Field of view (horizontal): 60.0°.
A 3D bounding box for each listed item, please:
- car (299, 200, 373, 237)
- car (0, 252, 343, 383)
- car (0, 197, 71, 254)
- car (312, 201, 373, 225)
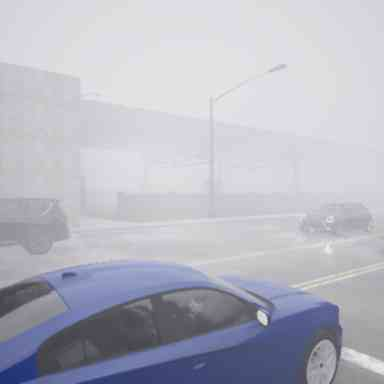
[{"bbox_3d":[7.925,1.361,18.244,4.553,1.767,2.097,0,0,-35],"label":"car"},{"bbox_3d":[-0.421,1.478,3.446,5.008,1.535,1.882,0,0,-36],"label":"car"},{"bbox_3d":[-7.237,1.221,11.741,5.566,2.045,2.150,0,0,-35],"label":"car"},{"bbox_3d":[11.396,1.490,25.018,5.008,1.535,1.882,0,0,-36],"label":"car"}]
